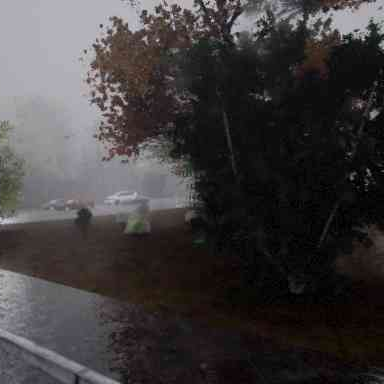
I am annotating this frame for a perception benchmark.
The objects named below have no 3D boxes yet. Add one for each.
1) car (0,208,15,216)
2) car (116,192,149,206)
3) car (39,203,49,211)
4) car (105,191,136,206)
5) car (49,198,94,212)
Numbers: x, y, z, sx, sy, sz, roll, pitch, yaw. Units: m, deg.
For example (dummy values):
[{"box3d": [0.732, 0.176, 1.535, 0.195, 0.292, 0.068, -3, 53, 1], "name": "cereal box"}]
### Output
[{"box3d": [-20.999, 1.945, 34.206, 1.895, 1.301, 4.718, -1, 0, 39], "name": "car"}, {"box3d": [-8.450, 1.255, 49.800, 1.812, 1.442, 4.674, -1, 2, 39], "name": "car"}, {"box3d": [-17.637, 1.674, 43.971, 1.837, 1.490, 4.892, -1, 1, 39], "name": "car"}, {"box3d": [-11.001, 0.976, 52.207, 2.150, 2.045, 5.566, -1, 2, 39], "name": "car"}, {"box3d": [-14.782, 1.601, 41.937, 1.882, 1.535, 5.008, -1, 1, 39], "name": "car"}]
